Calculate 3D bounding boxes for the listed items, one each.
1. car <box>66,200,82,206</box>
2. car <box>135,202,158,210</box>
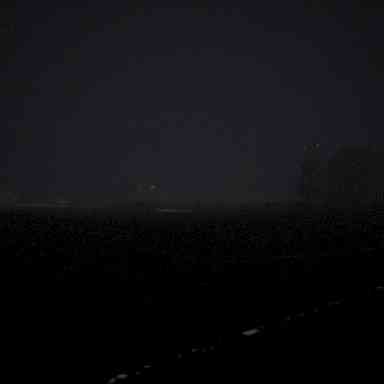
[{"bbox_3d":[-30.421,2.943,86.608,1.994,1.385,4.181,0,-1,-43],"label":"car"},{"bbox_3d":[-8.012,2.414,58.478,1.895,1.301,4.718,0,-1,-43],"label":"car"}]
